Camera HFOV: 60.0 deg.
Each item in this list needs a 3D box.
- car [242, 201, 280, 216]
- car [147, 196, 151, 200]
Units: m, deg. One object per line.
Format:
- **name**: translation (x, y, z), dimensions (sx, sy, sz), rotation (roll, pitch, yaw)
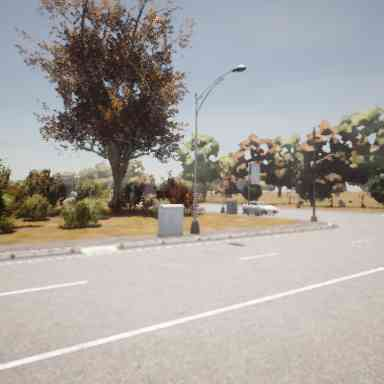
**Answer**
- **car**: translation (7.494, 1.774, 36.647), dimensions (1.812, 1.442, 4.674), rotation (1, 1, -32)
- **car**: translation (-6.201, 1.505, 57.808), dimensions (2.097, 1.767, 4.553), rotation (1, 0, -34)
